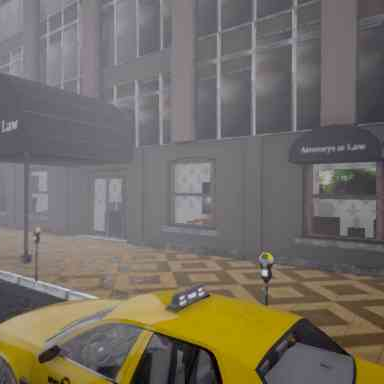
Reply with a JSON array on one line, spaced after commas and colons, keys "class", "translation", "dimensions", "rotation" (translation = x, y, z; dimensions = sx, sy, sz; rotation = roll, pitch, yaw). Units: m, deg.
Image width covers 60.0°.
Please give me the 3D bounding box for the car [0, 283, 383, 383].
[{"class": "car", "translation": [-0.239, 1.525, 3.041], "dimensions": [4.829, 1.417, 1.752], "rotation": [0, 0, 36]}]
